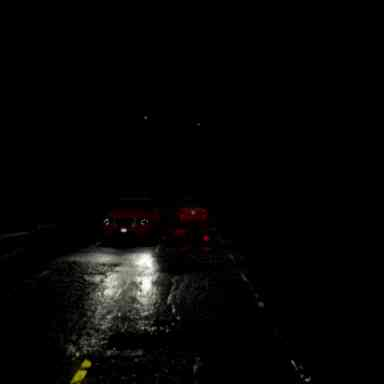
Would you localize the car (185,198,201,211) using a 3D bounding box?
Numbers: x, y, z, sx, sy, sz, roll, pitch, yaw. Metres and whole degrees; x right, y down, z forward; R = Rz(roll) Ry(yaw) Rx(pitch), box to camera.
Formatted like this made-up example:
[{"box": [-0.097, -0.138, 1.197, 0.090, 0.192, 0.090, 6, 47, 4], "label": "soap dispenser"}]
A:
[{"box": [0.108, 1.531, 42.582, 1.882, 1.535, 5.008, 0, 0, 0], "label": "car"}]

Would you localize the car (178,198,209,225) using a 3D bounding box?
[{"box": [0.089, 1.384, 24.186, 2.097, 1.767, 4.553, 0, 0, 0], "label": "car"}]

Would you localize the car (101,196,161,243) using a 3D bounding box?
[{"box": [-2.809, 1.246, 16.589, 2.150, 2.045, 5.566, 0, 0, 0], "label": "car"}]
